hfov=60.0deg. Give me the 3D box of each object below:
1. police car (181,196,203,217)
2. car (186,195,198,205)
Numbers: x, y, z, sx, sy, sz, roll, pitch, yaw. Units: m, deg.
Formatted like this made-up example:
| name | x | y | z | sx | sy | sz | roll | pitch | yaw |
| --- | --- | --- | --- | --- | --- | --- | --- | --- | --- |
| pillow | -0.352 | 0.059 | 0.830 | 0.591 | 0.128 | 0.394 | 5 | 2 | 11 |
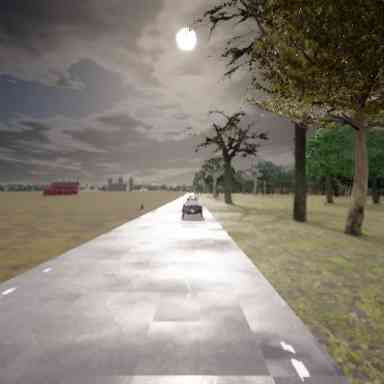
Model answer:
| name | x | y | z | sx | sy | sz | roll | pitch | yaw |
| --- | --- | --- | --- | --- | --- | --- | --- | --- | --- |
| police car | 0.027 | 1.448 | 30.838 | 1.930 | 1.638 | 5.238 | 0 | -1 | 0 |
| car | 0.051 | 1.456 | 62.547 | 2.097 | 1.767 | 4.553 | 0 | 0 | 0 |
